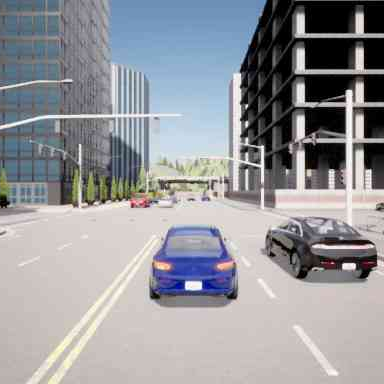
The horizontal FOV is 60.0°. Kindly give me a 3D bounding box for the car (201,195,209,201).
[{"bbox_3d":[3.332,1.469,86.991,1.837,1.490,4.892,0,0,0],"label":"car"}]

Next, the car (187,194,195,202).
[{"bbox_3d":[-0.152,1.580,78.251,1.895,1.301,4.718,0,0,0],"label":"car"}]

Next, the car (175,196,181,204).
[{"bbox_3d":[-3.676,1.537,62.954,2.033,1.411,5.357,0,0,0],"label":"car"}]

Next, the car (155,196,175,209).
[{"bbox_3d":[-3.683,1.518,46.130,1.812,1.442,4.674,0,0,0],"label":"car"}]

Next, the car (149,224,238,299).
[{"bbox_3d":[0.044,1.524,8.314,1.812,1.442,4.674,0,0,0],"label":"car"}]

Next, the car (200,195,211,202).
[{"bbox_3d":[3.349,1.508,77.916,1.812,1.442,4.674,0,0,0],"label":"car"}]

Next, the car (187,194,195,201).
[{"bbox_3d":[-0.168,1.324,86.954,2.097,1.767,4.553,0,0,0],"label":"car"}]

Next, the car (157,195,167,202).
[{"bbox_3d":[-7.153,1.532,78.828,1.994,1.385,4.181,0,0,0],"label":"car"}]

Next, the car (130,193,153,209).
[{"bbox_3d":[-7.179,1.213,46.508,2.150,2.045,5.566,0,0,0],"label":"car"}]

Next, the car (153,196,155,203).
[{"bbox_3d":[-7.167,1.537,64.063,2.033,1.411,5.357,0,0,0],"label":"car"}]

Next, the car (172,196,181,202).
[{"bbox_3d":[-3.652,1.576,78.388,1.895,1.301,4.718,0,0,0],"label":"car"}]

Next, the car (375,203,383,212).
[{"bbox_3d":[21.739,1.430,34.652,4.902,1.511,2.128,0,0,0],"label":"car"}]

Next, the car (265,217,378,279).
[{"bbox_3d":[3.560,1.490,10.037,2.128,1.511,4.902,0,0,-1],"label":"car"}]
